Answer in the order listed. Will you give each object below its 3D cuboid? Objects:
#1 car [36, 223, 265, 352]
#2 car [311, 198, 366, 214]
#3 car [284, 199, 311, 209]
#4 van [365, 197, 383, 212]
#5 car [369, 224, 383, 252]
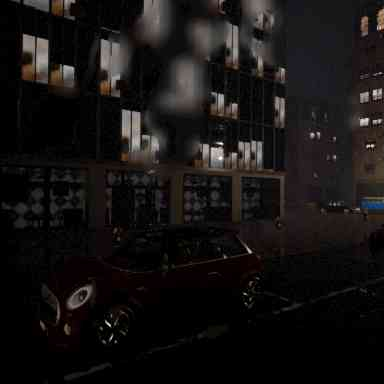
[{"bbox_3d":[-0.607,1.441,6.112,4.097,1.590,1.967,0,1,-35],"label":"car"},{"bbox_3d":[15.306,1.620,34.864,2.008,1.369,4.403,0,-1,-35],"label":"car"},{"bbox_3d":[15.762,1.787,48.896,1.752,1.417,4.829,0,-1,-35],"label":"car"},{"bbox_3d":[22.192,1.524,39.643,1.690,1.788,3.998,0,-1,-35],"label":"van"},{"bbox_3d":[8.468,1.567,12.588,4.313,1.339,1.947,0,1,-35],"label":"car"}]
